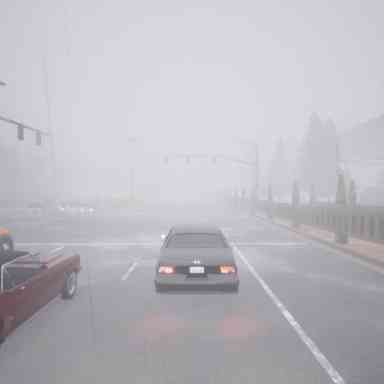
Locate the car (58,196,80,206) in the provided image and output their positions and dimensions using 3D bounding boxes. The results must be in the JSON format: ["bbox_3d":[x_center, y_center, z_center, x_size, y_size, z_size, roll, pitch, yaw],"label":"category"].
[{"bbox_3d":[-21.143,1.470,57.218,1.882,1.535,5.008,0,0,0],"label":"car"}]

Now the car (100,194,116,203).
[{"bbox_3d":[-17.587,1.346,69.694,2.097,1.767,4.553,0,0,0],"label":"car"}]

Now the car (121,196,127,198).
[{"bbox_3d":[-14.086,1.482,67.754,2.128,1.511,4.902,0,0,0],"label":"car"}]

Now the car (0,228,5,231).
[{"bbox_3d":[-6.911,1.351,9.116,2.097,1.767,4.553,0,0,0],"label":"car"}]

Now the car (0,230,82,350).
[{"bbox_3d":[-3.406,1.600,5.453,1.895,1.301,4.718,0,0,0],"label":"car"}]

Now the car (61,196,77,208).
[{"bbox_3d":[-17.641,1.519,49.360,1.812,1.442,4.674,0,0,0],"label":"car"}]

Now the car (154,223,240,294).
[{"bbox_3d":[0.089,1.546,8.910,2.033,1.411,5.357,0,0,0],"label":"car"}]

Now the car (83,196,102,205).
[{"bbox_3d":[-17.638,1.469,59.395,1.882,1.535,5.008,0,0,0],"label":"car"}]

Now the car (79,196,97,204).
[{"bbox_3d":[-21.085,1.516,67.558,2.128,1.511,4.902,0,0,0],"label":"car"}]

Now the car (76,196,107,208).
[{"bbox_3d":[-14.157,1.541,47.238,2.033,1.411,5.357,0,0,0],"label":"car"}]

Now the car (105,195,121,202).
[{"bbox_3d":[-14.147,1.593,57.310,1.895,1.301,4.718,0,0,0],"label":"car"}]

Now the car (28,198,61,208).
[{"bbox_3d":[-21.157,1.541,47.347,2.033,1.411,5.357,0,0,0],"label":"car"}]
